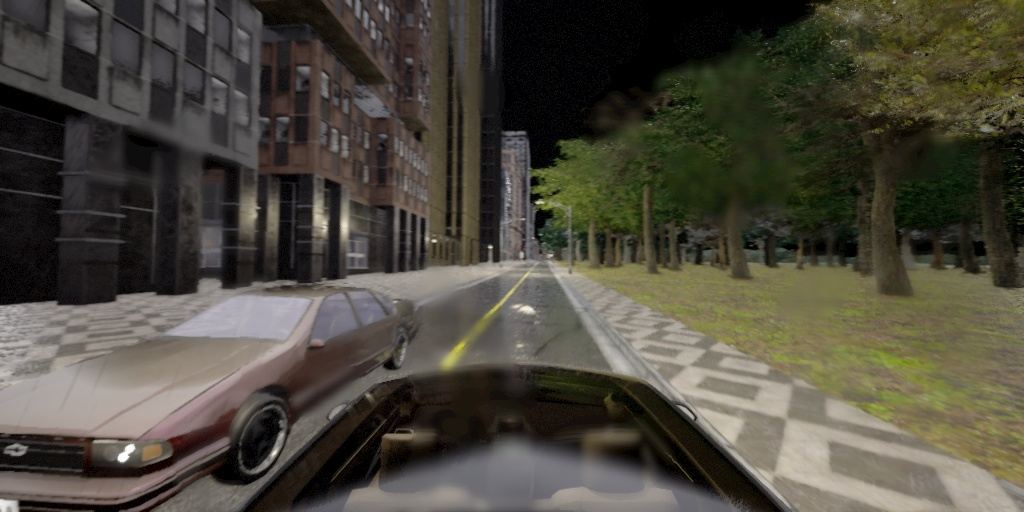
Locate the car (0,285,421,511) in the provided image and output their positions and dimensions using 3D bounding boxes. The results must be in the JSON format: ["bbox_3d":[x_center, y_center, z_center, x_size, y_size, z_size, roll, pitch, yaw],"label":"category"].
[{"bbox_3d":[-2.866,1.130,4.809,2.033,1.411,5.357,0,0,5],"label":"car"}]
